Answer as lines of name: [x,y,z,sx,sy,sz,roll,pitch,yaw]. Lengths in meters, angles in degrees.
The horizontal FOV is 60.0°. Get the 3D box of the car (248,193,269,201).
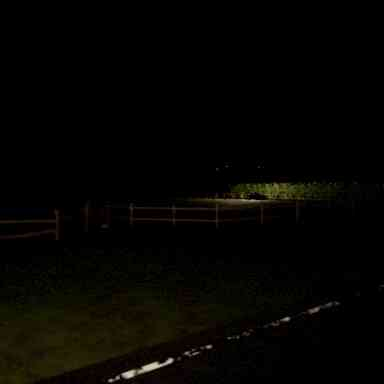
car: [13.903,0.907,69.281,2.097,1.767,4.553,0,0,-32]
